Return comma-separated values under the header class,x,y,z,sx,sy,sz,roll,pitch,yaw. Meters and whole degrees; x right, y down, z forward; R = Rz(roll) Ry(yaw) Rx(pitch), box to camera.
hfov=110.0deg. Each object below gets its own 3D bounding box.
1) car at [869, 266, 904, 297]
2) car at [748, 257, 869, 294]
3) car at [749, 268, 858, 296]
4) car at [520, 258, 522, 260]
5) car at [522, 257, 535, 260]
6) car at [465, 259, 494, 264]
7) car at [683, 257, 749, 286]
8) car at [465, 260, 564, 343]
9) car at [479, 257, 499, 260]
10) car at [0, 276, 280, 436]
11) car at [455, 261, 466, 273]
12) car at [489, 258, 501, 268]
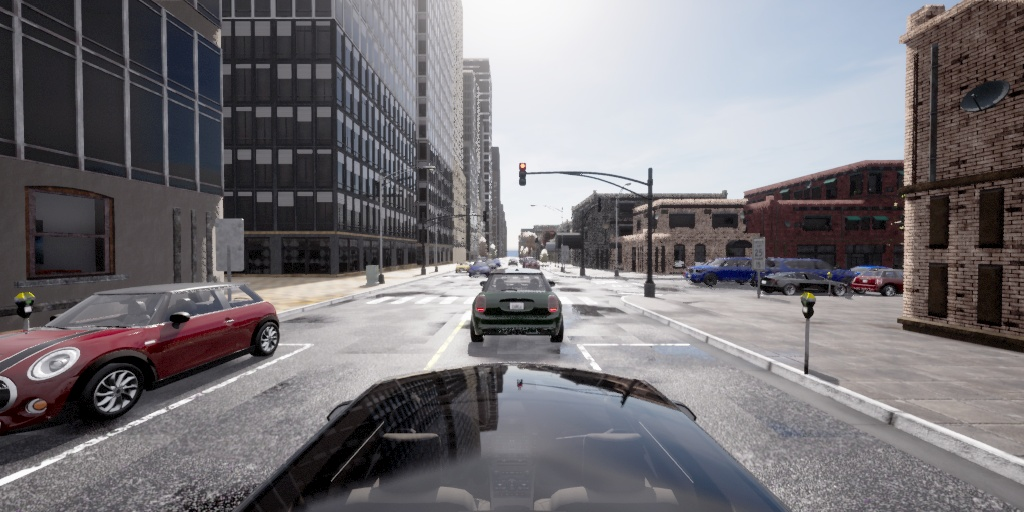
class,x,y,z,sx,sy,sz,roll,pitch,yaw
car,21.985,1.474,20.336,4.097,1.591,1.967,0,0,1
car,18.794,1.183,22.921,5.566,2.045,2.150,1,1,0
car,16.438,1.547,20.415,4.313,1.339,1.948,0,0,1
car,2.774,1.052,60.384,2.192,1.841,5.009,0,0,0
car,2.758,1.179,49.096,1.967,1.591,4.097,0,0,0
car,-3.052,1.267,34.470,1.812,1.442,4.674,0,0,0
car,15.765,1.105,26.203,5.566,2.045,2.150,1,1,1
car,0.147,1.100,9.871,2.097,1.767,4.553,0,0,1
car,-3.028,1.266,48.209,1.812,1.442,4.674,0,1,0
car,-5.686,1.189,5.572,1.967,1.591,4.097,0,0,0
car,-5.769,1.265,43.349,1.751,1.417,4.829,0,0,0
car,-2.981,1.214,63.316,1.882,1.535,5.008,0,0,1
